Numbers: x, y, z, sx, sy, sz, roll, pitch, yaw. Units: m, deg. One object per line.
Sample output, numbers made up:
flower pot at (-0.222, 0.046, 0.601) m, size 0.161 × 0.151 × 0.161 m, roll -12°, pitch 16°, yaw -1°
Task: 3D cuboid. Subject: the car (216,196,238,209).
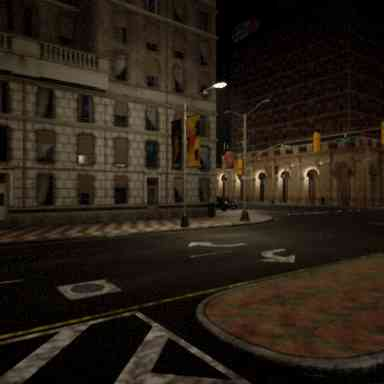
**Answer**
car at (3.915, 1.340, 43.774) m, size 2.097 × 1.767 × 4.553 m, roll 0°, pitch 0°, yaw -36°
